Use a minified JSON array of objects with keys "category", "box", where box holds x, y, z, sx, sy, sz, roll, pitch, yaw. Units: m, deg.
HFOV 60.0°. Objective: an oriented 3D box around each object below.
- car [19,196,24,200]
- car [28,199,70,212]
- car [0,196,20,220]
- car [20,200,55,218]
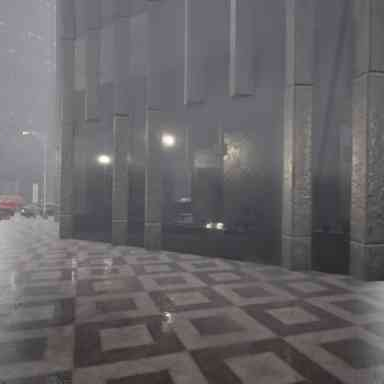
[{"category":"car","box":[-20.771,1.334,36.288,2.192,1.841,5.009,1,0,35]},{"category":"car","box":[-17.501,1.614,40.885,1.947,1.339,4.313,1,0,35]},{"category":"car","box":[-17.106,1.448,26.738,2.192,1.841,5.009,1,0,35]},{"category":"car","box":[-13.836,1.727,31.337,1.947,1.339,4.313,1,0,35]}]
